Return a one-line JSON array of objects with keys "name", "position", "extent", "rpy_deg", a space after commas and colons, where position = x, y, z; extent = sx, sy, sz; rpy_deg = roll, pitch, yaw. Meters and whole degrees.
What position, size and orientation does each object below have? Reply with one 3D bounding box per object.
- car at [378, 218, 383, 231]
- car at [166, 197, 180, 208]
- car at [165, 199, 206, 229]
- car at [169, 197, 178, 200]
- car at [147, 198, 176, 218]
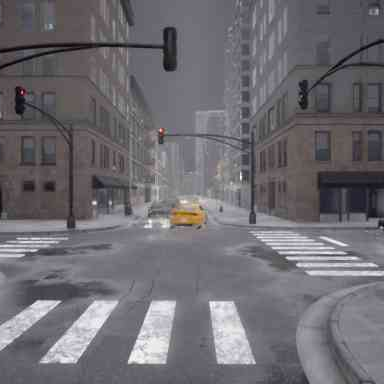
[{"name": "car", "position": [12.378, 1.563, 17.904], "extent": [4.313, 1.339, 1.947], "rpy_deg": [0, 0, 0]}, {"name": "car", "position": [-2.806, 1.534, 50.142], "extent": [1.837, 1.490, 4.892], "rpy_deg": [0, 0, 0]}, {"name": "car", "position": [-0.185, 1.480, 21.601], "extent": [1.882, 1.535, 5.008], "rpy_deg": [1, 0, 7]}, {"name": "car", "position": [-2.819, 1.522, 40.153], "extent": [1.837, 1.490, 4.892], "rpy_deg": [0, 0, 0]}, {"name": "car", "position": [-2.831, 1.555, 30.010], "extent": [2.033, 1.411, 5.357], "rpy_deg": [0, 0, 0]}]
